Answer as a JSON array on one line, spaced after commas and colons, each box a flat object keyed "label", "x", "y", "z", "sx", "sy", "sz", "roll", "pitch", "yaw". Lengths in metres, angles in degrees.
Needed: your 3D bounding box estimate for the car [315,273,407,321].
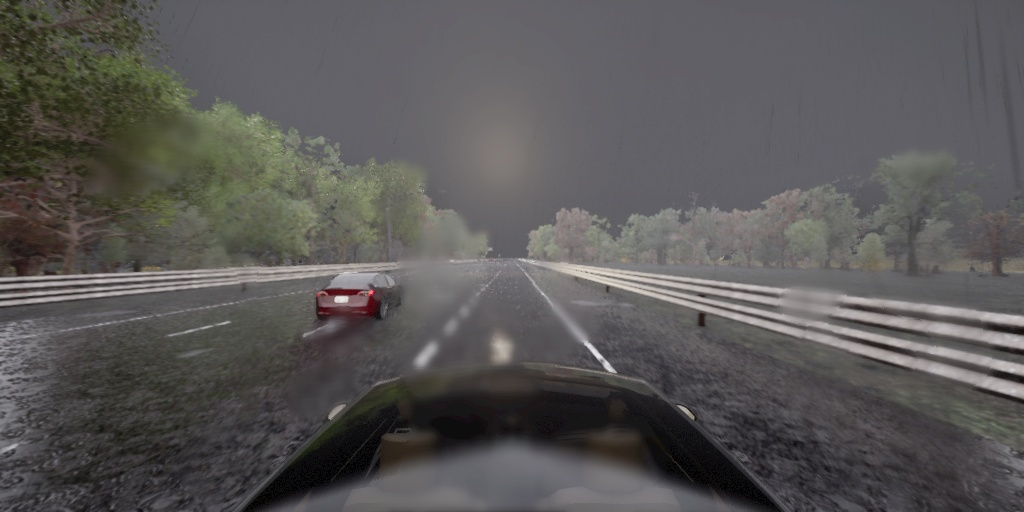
[{"label": "car", "x": -5.140, "y": 1.324, "z": 12.758, "sx": 2.163, "sy": 1.488, "sz": 4.792, "roll": 0, "pitch": 0, "yaw": -5}]
